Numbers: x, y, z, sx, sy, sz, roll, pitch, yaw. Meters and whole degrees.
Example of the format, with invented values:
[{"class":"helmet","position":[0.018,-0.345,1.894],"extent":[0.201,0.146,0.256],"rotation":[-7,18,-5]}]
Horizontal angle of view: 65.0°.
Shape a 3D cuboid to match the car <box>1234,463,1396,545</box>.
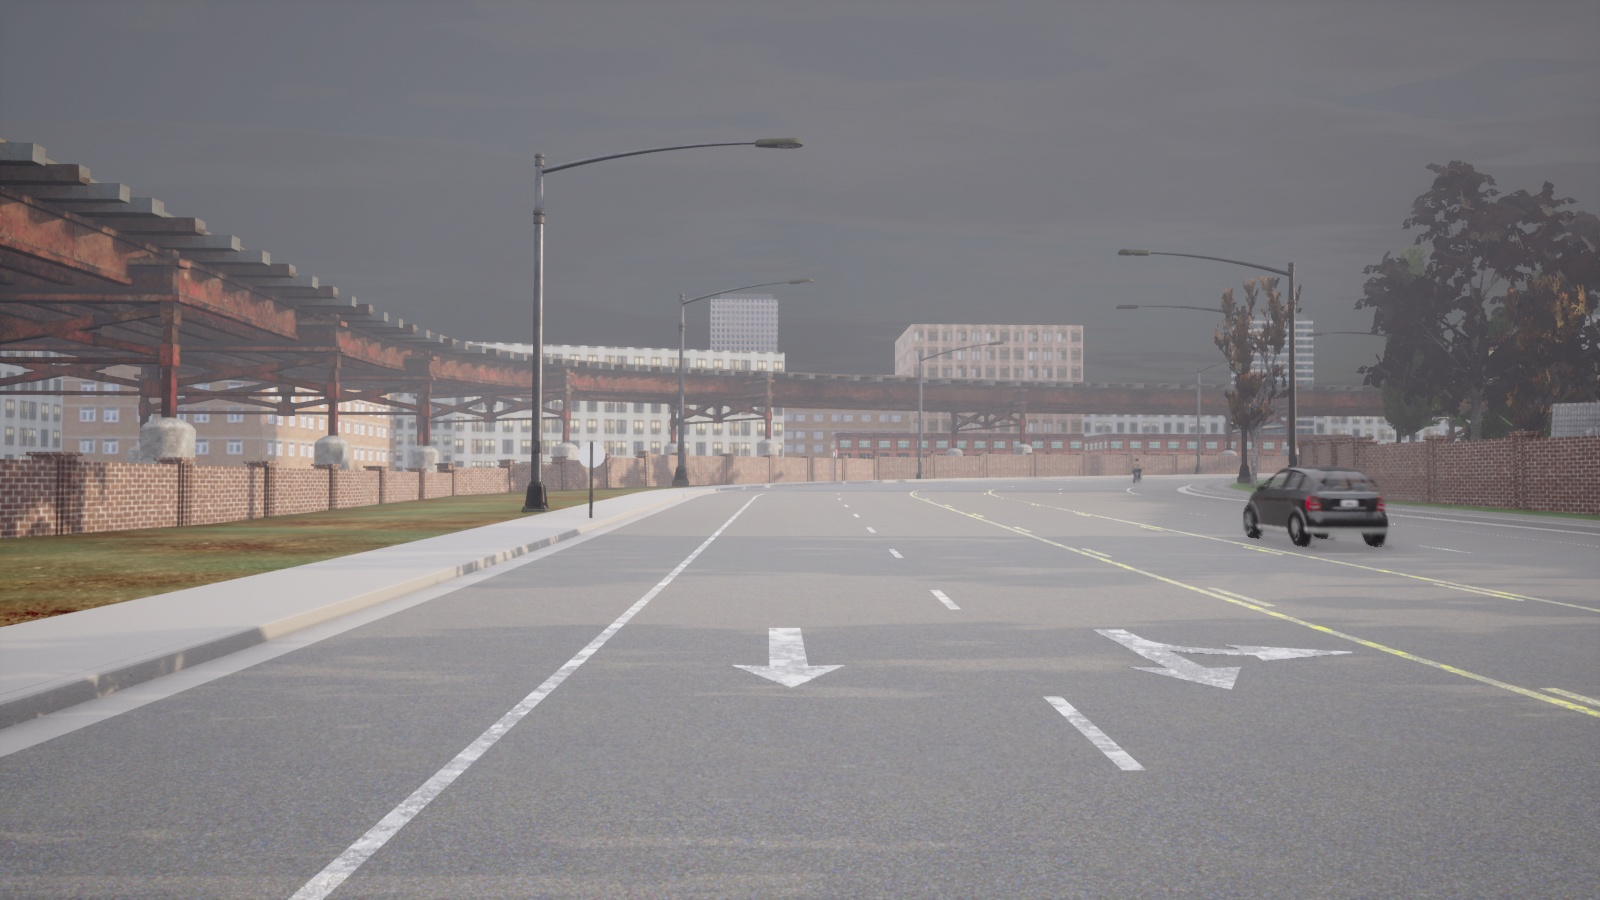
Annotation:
[{"class":"car","position":[10.433,1.044,25.752],"extent":[1.789,1.549,3.705],"rotation":[0,0,0]}]
